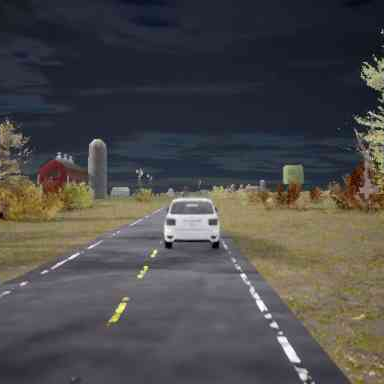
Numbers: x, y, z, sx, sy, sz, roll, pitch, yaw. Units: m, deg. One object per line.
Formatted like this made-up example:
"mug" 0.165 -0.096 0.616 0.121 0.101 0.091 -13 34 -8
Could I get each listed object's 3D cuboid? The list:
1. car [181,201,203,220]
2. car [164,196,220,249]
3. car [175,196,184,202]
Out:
"car" 0.000 1.543 29.694 1.812 1.442 4.674 0 0 0
"car" 0.000 1.260 14.723 2.150 2.045 5.566 0 0 0
"car" -2.750 1.551 74.736 1.994 1.385 4.181 0 0 0
